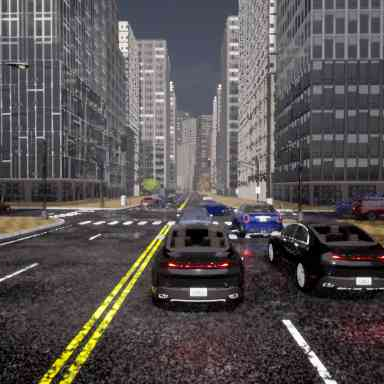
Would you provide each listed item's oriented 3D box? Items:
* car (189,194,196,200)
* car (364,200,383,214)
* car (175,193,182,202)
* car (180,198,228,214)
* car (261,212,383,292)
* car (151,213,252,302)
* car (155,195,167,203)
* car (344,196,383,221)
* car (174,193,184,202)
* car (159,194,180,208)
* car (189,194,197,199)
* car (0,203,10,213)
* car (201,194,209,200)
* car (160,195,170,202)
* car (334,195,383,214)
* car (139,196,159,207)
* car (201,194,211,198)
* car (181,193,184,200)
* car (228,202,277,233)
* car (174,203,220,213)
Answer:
[{"bbox_3d":[0.244,1.387,90.165,1.882,1.535,5.008,0,0,0],"label":"car"},{"bbox_3d":[21.909,1.643,36.767,4.829,1.417,1.752,1,0,1],"label":"car"},{"bbox_3d":[-3.178,1.460,57.600,1.837,1.490,4.892,0,0,0],"label":"car"},{"bbox_3d":[1.435,1.598,31.210,4.181,1.385,1.994,0,1,-34],"label":"car"},{"bbox_3d":[3.374,1.500,8.936,1.837,1.490,4.892,0,0,0],"label":"car"},{"bbox_3d":[0.120,1.501,8.230,1.837,1.490,4.892,0,0,0],"label":"car"},{"bbox_3d":[-6.336,1.420,67.643,1.882,1.535,5.008,0,0,0],"label":"car"},{"bbox_3d":[16.278,1.519,28.496,5.009,1.841,2.192,1,0,1],"label":"car"},{"bbox_3d":[-3.040,1.154,77.873,2.150,2.045,5.566,0,0,0],"label":"car"},{"bbox_3d":[-3.210,1.471,48.261,1.837,1.490,4.892,0,0,0],"label":"car"},{"bbox_3d":[0.217,1.450,80.171,1.812,1.442,4.674,0,0,0],"label":"car"},{"bbox_3d":[-20.028,1.315,31.783,5.008,1.535,1.882,1,1,1],"label":"car"},{"bbox_3d":[3.495,1.408,90.808,1.837,1.490,4.892,0,0,0],"label":"car"},{"bbox_3d":[-6.290,1.453,77.913,1.812,1.442,4.674,0,0,0],"label":"car"},{"bbox_3d":[17.624,1.343,34.245,5.566,2.045,2.150,0,1,2],"label":"car"},{"bbox_3d":[-6.456,1.491,49.034,1.812,1.442,4.674,0,0,2],"label":"car"},{"bbox_3d":[3.459,1.526,76.706,1.895,1.301,4.718,0,0,0],"label":"car"},{"bbox_3d":[-3.092,1.469,67.421,1.812,1.442,4.674,0,0,1],"label":"car"},{"bbox_3d":[3.397,1.342,18.019,2.097,1.767,4.553,0,0,0],"label":"car"},{"bbox_3d":[0.148,1.538,17.785,2.033,1.411,5.357,0,0,0],"label":"car"}]
